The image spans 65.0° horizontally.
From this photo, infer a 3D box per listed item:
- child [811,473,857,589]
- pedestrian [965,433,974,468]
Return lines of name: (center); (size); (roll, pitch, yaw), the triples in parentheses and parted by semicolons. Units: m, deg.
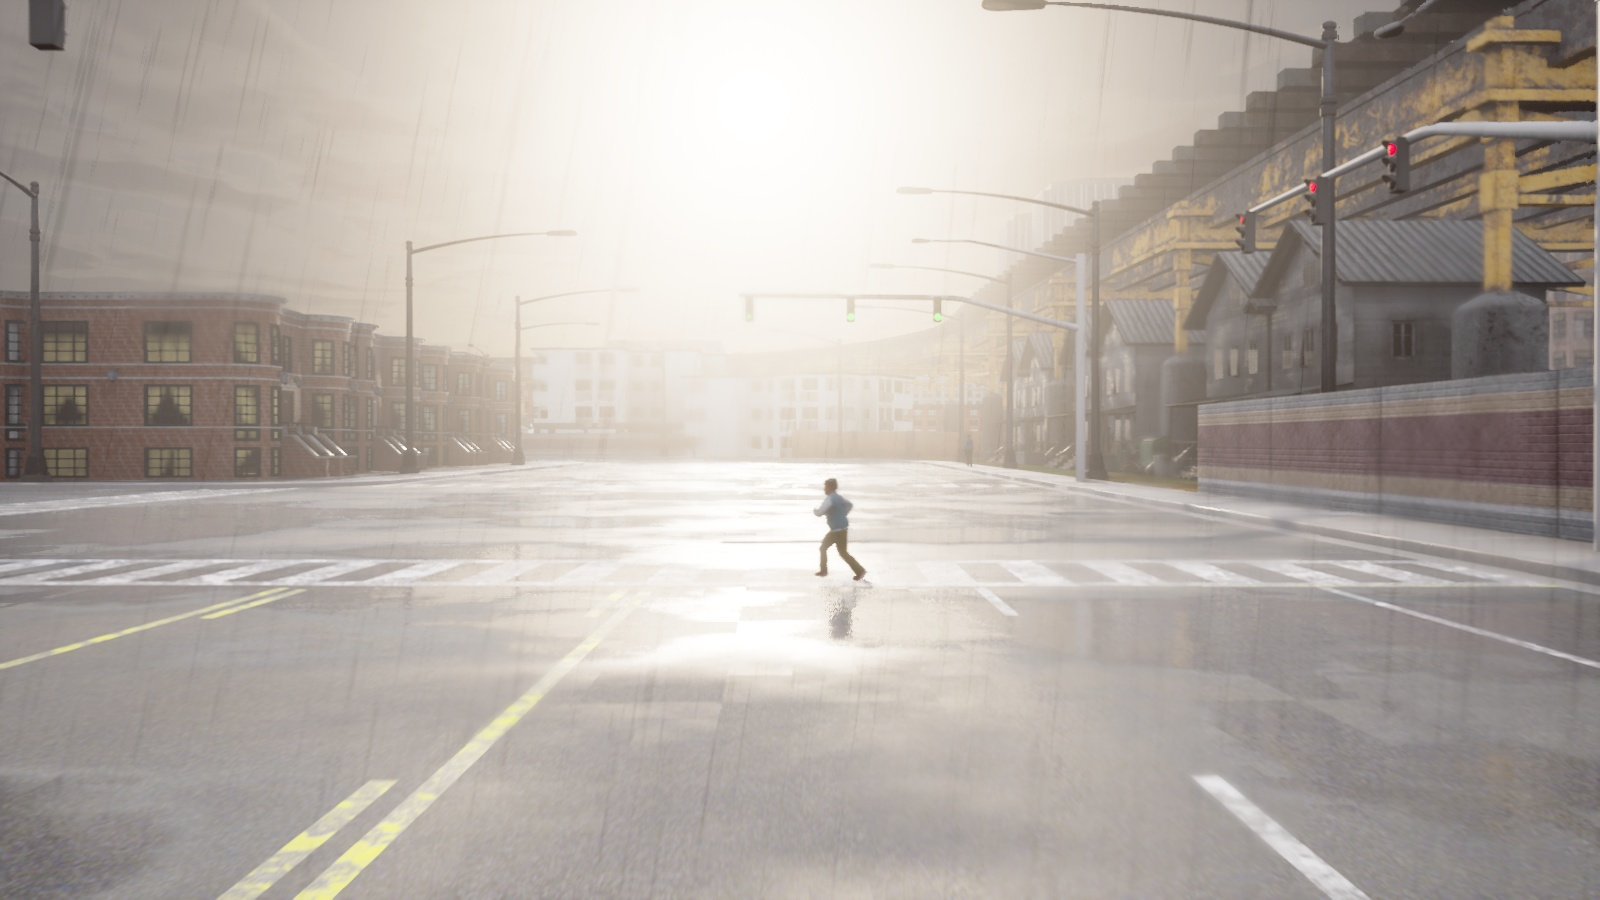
child: (0.360, 0.840, 13.222); (0.448, 1.192, 0.343); (0, 0, 9)
pedestrian: (9.494, 0.017, 70.422); (0.396, 1.930, 0.692); (0, 0, -2)
